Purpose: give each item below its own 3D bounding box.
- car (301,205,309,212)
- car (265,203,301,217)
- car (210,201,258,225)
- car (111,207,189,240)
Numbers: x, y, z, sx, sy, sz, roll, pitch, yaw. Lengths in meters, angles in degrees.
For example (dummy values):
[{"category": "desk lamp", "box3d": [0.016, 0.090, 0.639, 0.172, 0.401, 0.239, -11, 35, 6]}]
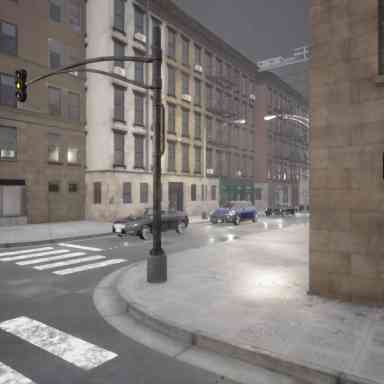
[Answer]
[{"category": "car", "box3d": [14.890, 1.832, 41.566, 1.895, 1.301, 4.718, 0, 0, 36]}, {"category": "car", "box3d": [8.976, 1.777, 33.316, 1.895, 1.301, 4.718, 0, 0, 35]}, {"category": "car", "box3d": [3.254, 1.476, 25.306, 2.097, 1.767, 4.553, 0, 0, 36]}, {"category": "car", "box3d": [-2.086, 1.568, 17.788, 2.128, 1.511, 4.902, 0, 0, 35]}]
